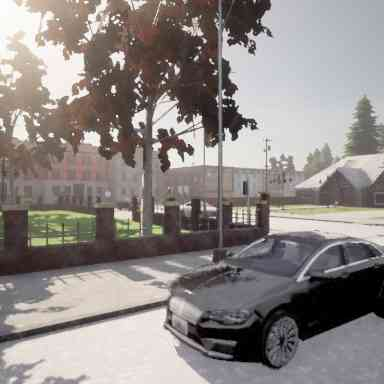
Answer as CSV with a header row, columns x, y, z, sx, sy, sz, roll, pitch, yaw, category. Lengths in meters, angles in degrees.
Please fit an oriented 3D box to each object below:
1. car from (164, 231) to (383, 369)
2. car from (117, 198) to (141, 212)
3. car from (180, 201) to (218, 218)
x,y,z,sx,sy,sz,roll,pitch,yaw,category
1.863,1.491,5.793,4.902,1.511,2.128,0,0,-34,car
-7.245,1.492,39.552,2.128,1.511,4.902,0,0,-35,car
0.645,1.526,28.388,1.812,1.442,4.674,0,0,-36,car
